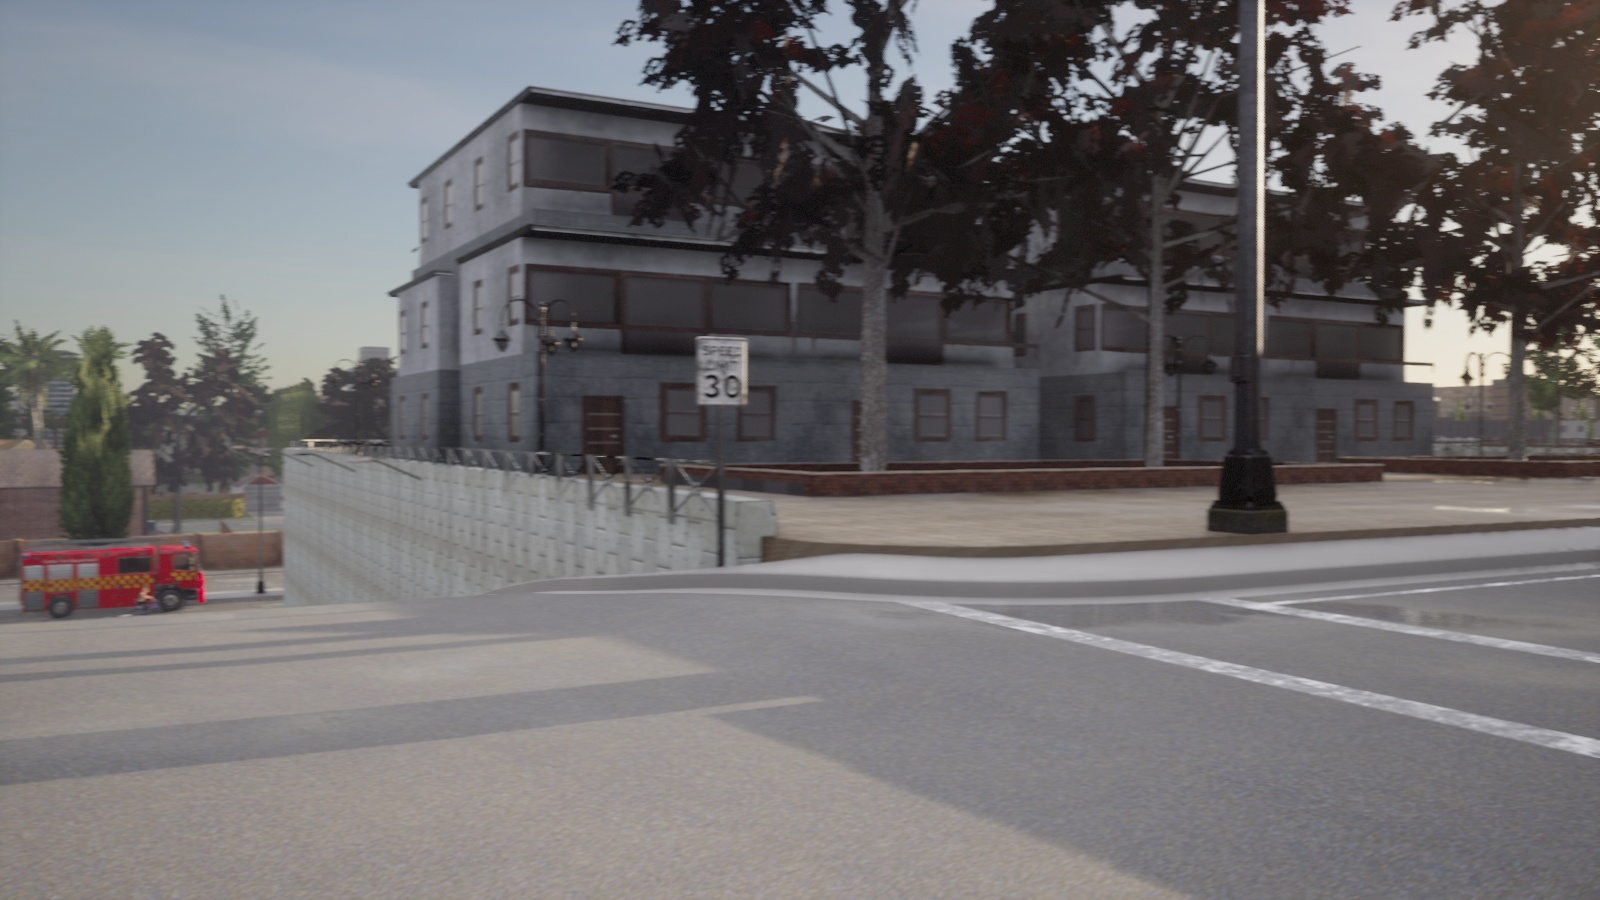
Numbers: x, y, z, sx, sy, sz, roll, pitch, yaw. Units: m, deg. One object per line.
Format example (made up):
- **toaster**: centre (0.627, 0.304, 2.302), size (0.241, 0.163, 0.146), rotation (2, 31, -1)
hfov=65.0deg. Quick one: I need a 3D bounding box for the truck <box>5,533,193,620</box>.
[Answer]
- **truck**: centre (-36.572, 6.513, 65.808), size (8.468, 3.827, 2.891), rotation (0, 1, -29)
